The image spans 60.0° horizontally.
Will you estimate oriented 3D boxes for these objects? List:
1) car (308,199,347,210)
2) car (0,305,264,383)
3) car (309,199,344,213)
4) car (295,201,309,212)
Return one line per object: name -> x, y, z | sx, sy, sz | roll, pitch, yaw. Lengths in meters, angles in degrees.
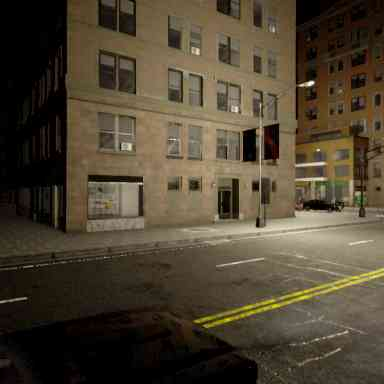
car -> 17.405, 1.576, 42.947 | 1.947, 1.339, 4.313 | 0, 0, -35
car -> -1.700, 1.601, 2.230 | 4.718, 1.301, 1.895 | 0, 0, -35
car -> 14.563, 1.516, 37.435 | 1.812, 1.442, 4.674 | 0, 0, -35
car -> 10.828, 1.420, 38.350 | 1.967, 1.590, 4.097 | 0, 0, -35
